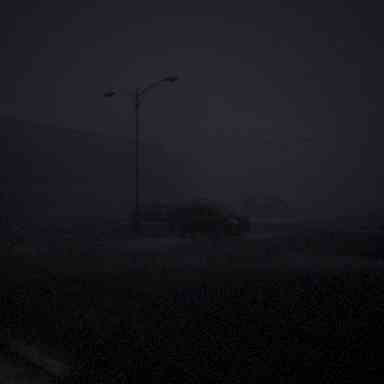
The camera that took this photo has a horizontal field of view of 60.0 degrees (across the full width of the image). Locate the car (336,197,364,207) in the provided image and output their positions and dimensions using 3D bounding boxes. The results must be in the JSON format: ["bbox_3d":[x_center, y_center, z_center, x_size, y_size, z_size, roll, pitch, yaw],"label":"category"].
[{"bbox_3d":[24.605,1.571,51.792,3.806,1.475,1.970,0,0,35],"label":"car"}]

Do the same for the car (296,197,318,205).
[{"bbox_3d":[20.274,1.560,58.514,3.633,1.501,1.845,0,0,35],"label":"car"}]

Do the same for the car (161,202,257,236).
[{"bbox_3d":[0.860,1.488,17.897,4.514,1.523,2.007,0,0,35],"label":"car"}]

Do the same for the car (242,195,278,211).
[{"bbox_3d":[8.072,1.265,40.823,3.866,1.878,1.905,0,0,35],"label":"car"}]

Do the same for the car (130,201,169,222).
[{"bbox_3d":[-2.773,1.422,24.962,3.806,1.475,1.970,0,0,35],"label":"car"}]

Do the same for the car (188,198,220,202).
[{"bbox_3d":[0.674,1.343,30.384,5.027,1.636,2.152,0,0,35],"label":"car"}]

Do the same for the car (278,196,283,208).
[{"bbox_3d":[9.416,1.286,43.432,4.605,1.855,1.932,0,0,35],"label":"car"}]
